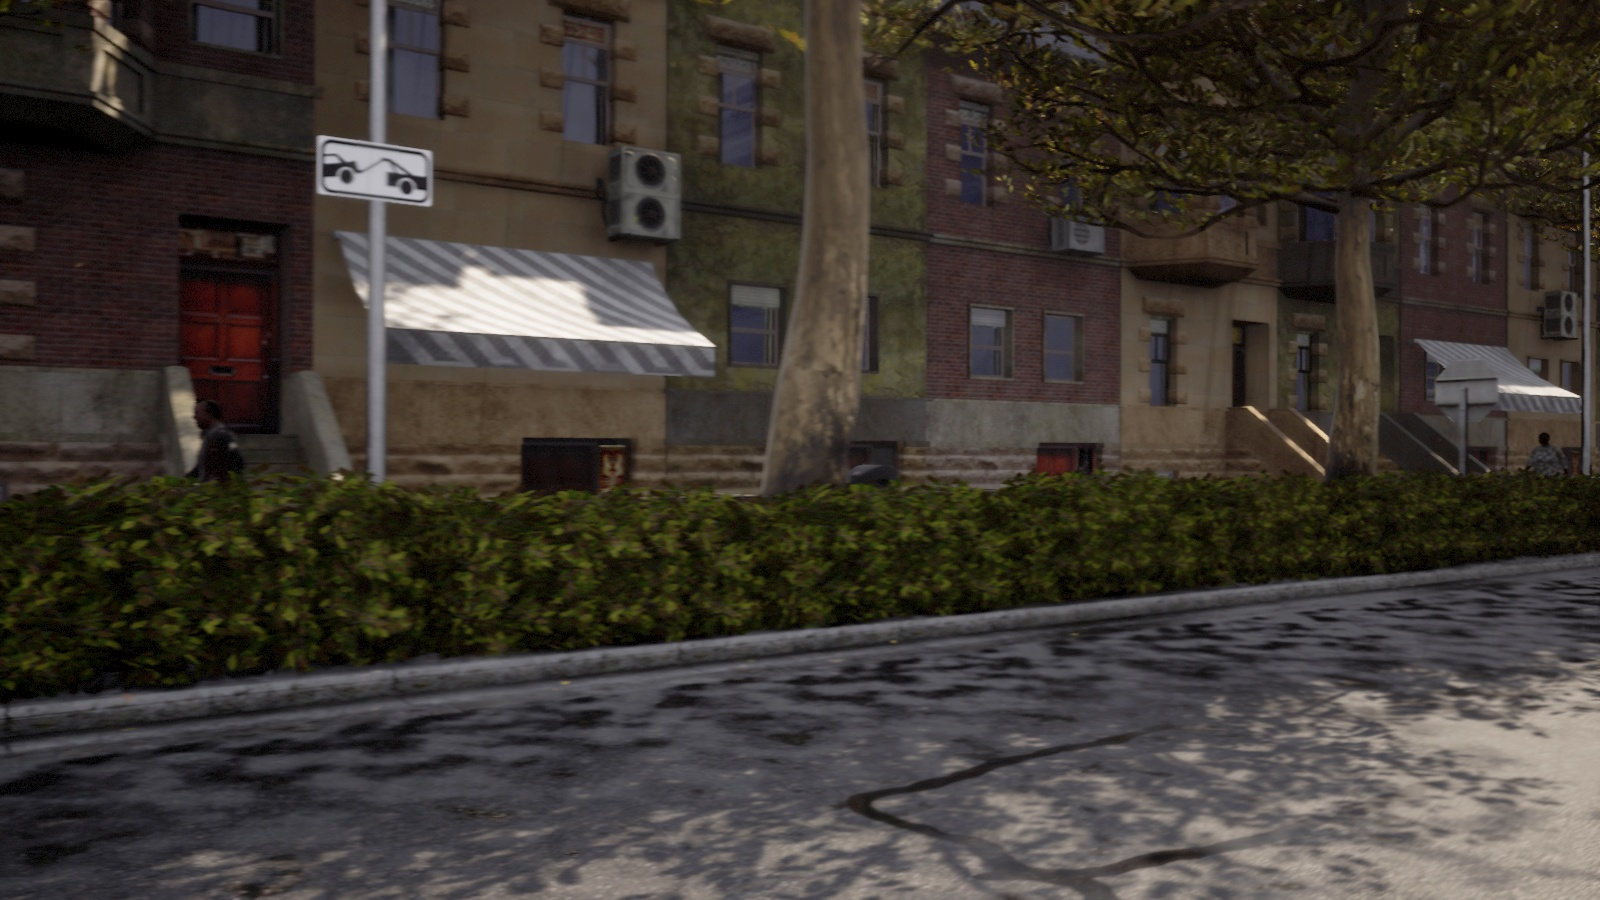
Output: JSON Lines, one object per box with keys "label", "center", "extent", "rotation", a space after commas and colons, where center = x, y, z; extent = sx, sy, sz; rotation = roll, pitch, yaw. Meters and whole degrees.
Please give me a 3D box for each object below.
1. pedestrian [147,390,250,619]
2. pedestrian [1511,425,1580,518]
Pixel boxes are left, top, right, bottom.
{"label": "pedestrian", "center": [-5.042, 0.438, 10.530], "extent": [0.720, 1.854, 0.376], "rotation": [0, 0, -36]}
{"label": "pedestrian", "center": [15.272, 0.432, 25.734], "extent": [0.900, 1.855, 0.874], "rotation": [0, 0, -29]}
